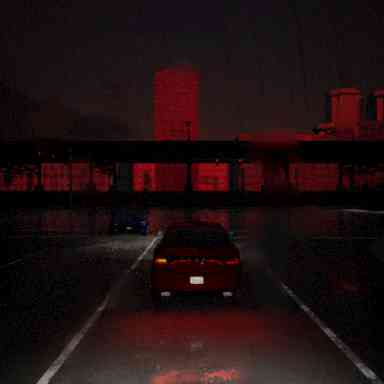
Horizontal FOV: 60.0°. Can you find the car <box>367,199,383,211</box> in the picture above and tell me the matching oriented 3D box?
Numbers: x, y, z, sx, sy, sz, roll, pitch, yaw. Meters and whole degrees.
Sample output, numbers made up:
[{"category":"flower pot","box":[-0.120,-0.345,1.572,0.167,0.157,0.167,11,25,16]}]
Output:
[{"category":"car","box":[22.728,1.403,38.406,4.674,1.442,1.812,-1,0,1]}]

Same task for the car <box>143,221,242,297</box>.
[{"category":"car","box":[0.095,1.478,8.616,1.882,1.535,5.008,0,0,0]}]

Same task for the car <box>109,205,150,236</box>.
[{"category":"car","box":[-3.398,1.469,18.638,1.882,1.535,5.008,1,0,-8]}]
